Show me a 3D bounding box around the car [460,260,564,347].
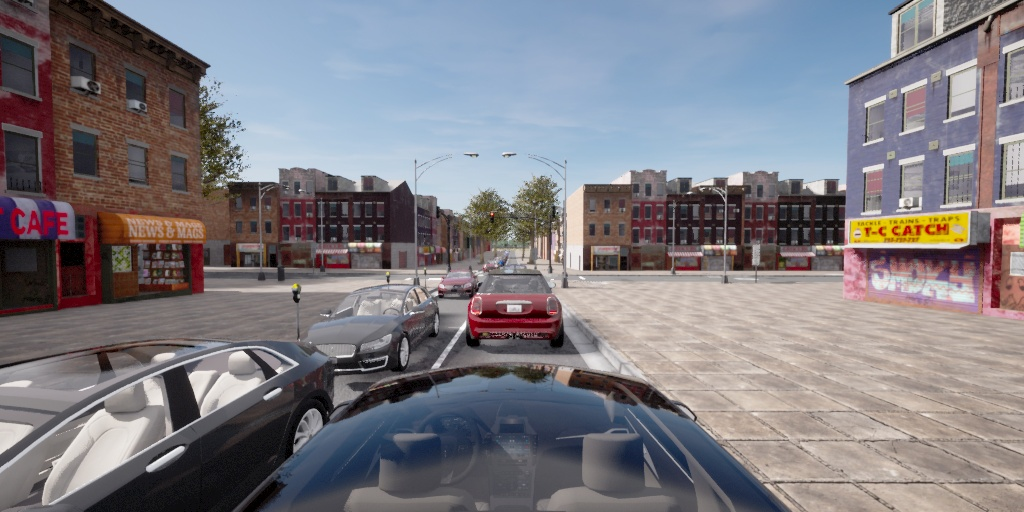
[{"bbox_3d":[0.109,1.099,9.491,2.097,1.767,4.553,0,0,2],"label":"car"}]

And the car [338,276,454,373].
[{"bbox_3d":[-2.632,1.298,7.446,2.007,1.370,4.403,0,0,0],"label":"car"}]

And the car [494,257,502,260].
[{"bbox_3d":[-2.578,1.233,45.116,1.967,1.591,4.097,0,0,0],"label":"car"}]

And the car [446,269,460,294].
[{"bbox_3d":[-2.617,1.332,18.340,1.802,1.307,4.207,0,0,0],"label":"car"}]

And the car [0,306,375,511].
[{"bbox_3d":[-2.640,1.300,1.998,2.007,1.370,4.403,0,0,0],"label":"car"}]
